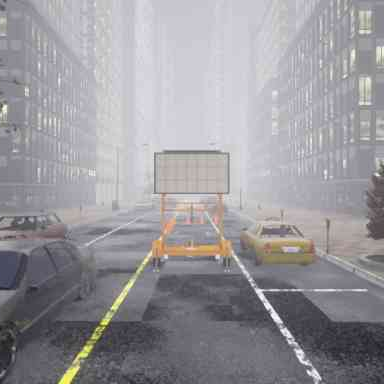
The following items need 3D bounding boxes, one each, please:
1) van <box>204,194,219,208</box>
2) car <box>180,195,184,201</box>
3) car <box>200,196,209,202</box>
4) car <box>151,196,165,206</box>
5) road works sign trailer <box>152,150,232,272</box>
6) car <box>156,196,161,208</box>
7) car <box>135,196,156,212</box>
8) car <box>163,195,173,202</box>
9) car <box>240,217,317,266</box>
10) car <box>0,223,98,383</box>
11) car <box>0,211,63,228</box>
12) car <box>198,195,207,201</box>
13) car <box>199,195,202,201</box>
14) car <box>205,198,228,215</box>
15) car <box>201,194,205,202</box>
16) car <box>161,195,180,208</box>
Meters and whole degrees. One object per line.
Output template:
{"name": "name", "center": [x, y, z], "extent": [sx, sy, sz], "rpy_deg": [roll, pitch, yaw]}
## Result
{"name": "van", "center": [2.674, 1.331, 39.624], "extent": [1.690, 1.788, 3.998], "rpy_deg": [0, 0, 0]}
{"name": "car", "center": [-3.023, 1.514, 81.546], "extent": [2.033, 1.411, 5.357], "rpy_deg": [0, 0, 0]}
{"name": "car", "center": [2.667, 1.517, 73.778], "extent": [1.887, 1.381, 4.507], "rpy_deg": [0, 0, 0]}
{"name": "car", "center": [-5.710, 1.423, 56.713], "extent": [1.967, 1.590, 4.097], "rpy_deg": [0, 0, 0]}
{"name": "road works sign trailer", "center": [-0.004, 0.463, 10.742], "extent": [2.380, 3.560, 2.880], "rpy_deg": [0, 0, 0]}
{"name": "car", "center": [-5.706, 1.570, 45.329], "extent": [1.802, 1.307, 4.206], "rpy_deg": [0, 0, 0]}
{"name": "car", "center": [-5.705, 1.516, 39.467], "extent": [1.752, 1.417, 4.829], "rpy_deg": [0, 0, 0]}
{"name": "car", "center": [-5.715, 1.534, 79.480], "extent": [1.947, 1.339, 4.313], "rpy_deg": [0, 0, 0]}
{"name": "car", "center": [2.683, 1.524, 11.334], "extent": [1.752, 1.417, 4.829], "rpy_deg": [0, 0, 0]}
{"name": "car", "center": [-3.102, 1.547, 5.557], "extent": [2.033, 1.411, 5.357], "rpy_deg": [0, 0, 0]}
{"name": "car", "center": [-5.698, 1.439, 11.178], "extent": [1.967, 1.590, 4.097], "rpy_deg": [0, 0, 0]}
{"name": "car", "center": [2.664, 1.514, 85.162], "extent": [2.008, 1.369, 4.403], "rpy_deg": [0, 0, 0]}
{"name": "car", "center": [2.670, 1.562, 62.393], "extent": [1.802, 1.307, 4.206], "rpy_deg": [0, 0, 0]}
{"name": "car", "center": [2.677, 1.558, 33.932], "extent": [1.947, 1.339, 4.313], "rpy_deg": [0, 0, 0]}
{"name": "car", "center": [2.674, 1.428, 45.317], "extent": [1.967, 1.590, 4.097], "rpy_deg": [0, 0, 0]}
{"name": "car", "center": [-3.111, 1.492, 47.720], "extent": [1.837, 1.490, 4.892], "rpy_deg": [0, 0, 0]}
